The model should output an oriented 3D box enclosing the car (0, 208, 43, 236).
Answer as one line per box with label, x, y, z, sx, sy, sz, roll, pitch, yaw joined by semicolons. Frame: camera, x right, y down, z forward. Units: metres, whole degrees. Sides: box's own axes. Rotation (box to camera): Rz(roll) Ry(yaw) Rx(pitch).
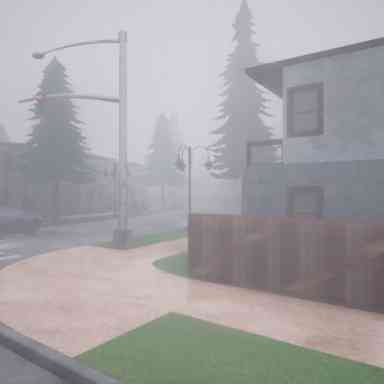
car;-9.641;1.508;16.231;1.812;1.442;4.674;0;0;31
